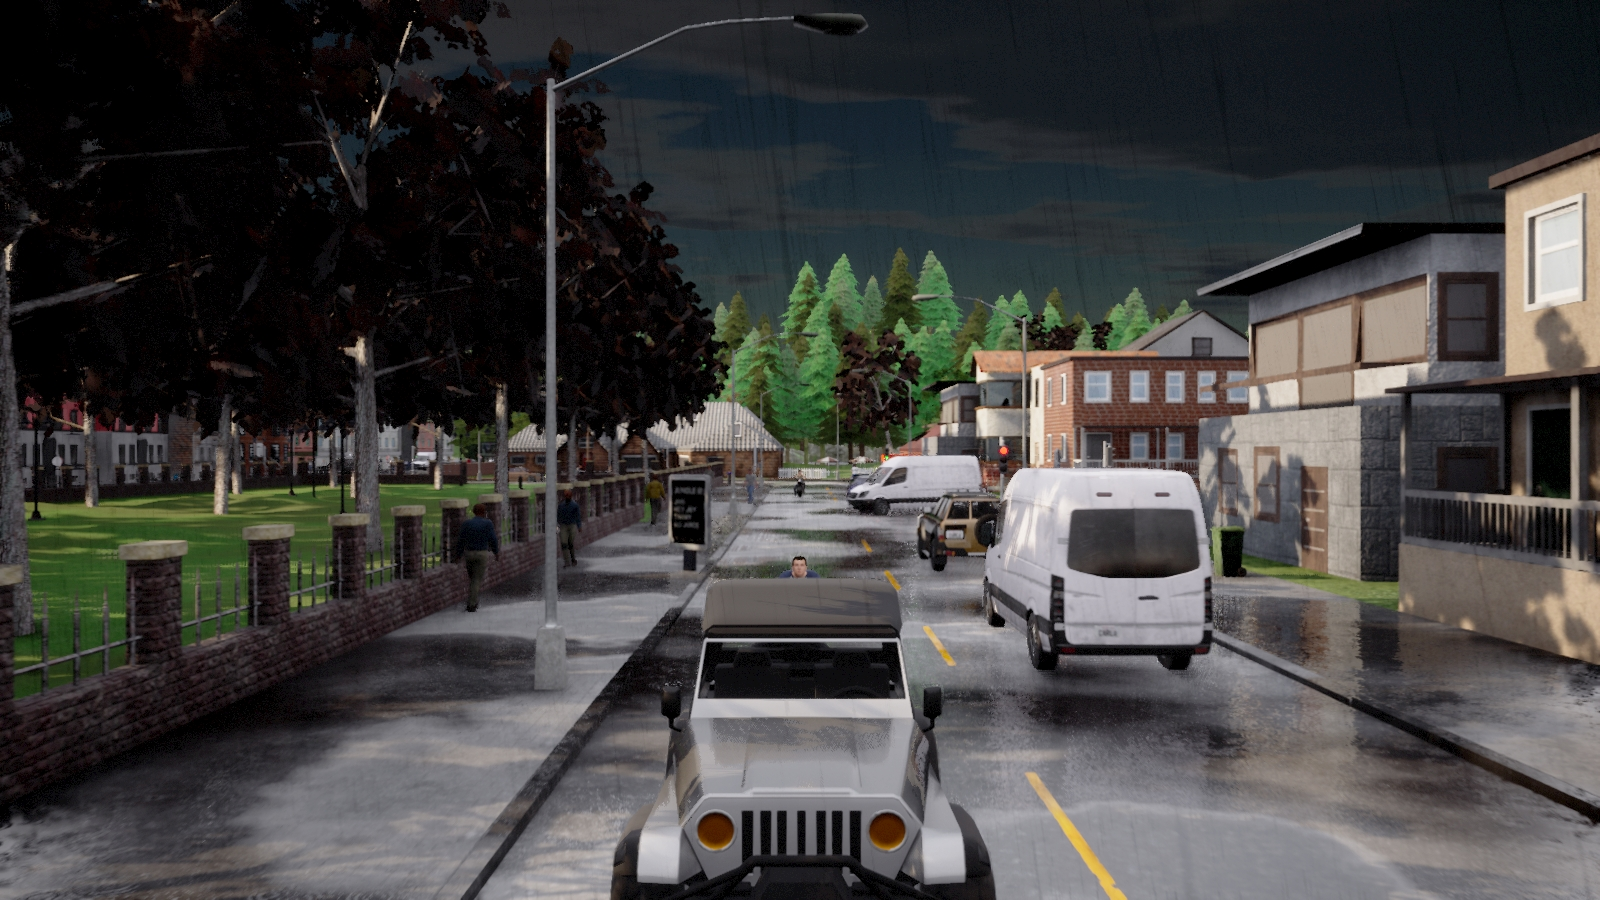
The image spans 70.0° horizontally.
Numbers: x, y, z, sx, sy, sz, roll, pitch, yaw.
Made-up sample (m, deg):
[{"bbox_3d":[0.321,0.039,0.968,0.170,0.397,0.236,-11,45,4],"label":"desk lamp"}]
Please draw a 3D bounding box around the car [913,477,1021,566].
[{"bbox_3d":[3.939,1.643,27.674,1.932,1.855,4.605,0,0,0],"label":"car"}]

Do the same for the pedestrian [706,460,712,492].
[{"bbox_3d":[-5.288,1.524,66.560,0.375,1.860,0.375,0,0,-4],"label":"pedestrian"}]

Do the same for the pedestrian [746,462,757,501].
[{"bbox_3d":[-2.356,1.524,55.530,0.375,1.860,0.375,0,0,27],"label":"pedestrian"}]

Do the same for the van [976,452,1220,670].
[{"bbox_3d":[3.965,1.314,16.420,1.988,2.561,5.915,0,0,0],"label":"van"}]

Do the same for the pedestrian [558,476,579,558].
[{"bbox_3d":[-5.302,1.524,26.179,0.375,1.860,0.375,0,0,4],"label":"pedestrian"}]

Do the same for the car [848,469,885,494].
[{"bbox_3d":[3.988,1.897,69.422,1.994,1.385,4.181,0,0,0],"label":"car"}]

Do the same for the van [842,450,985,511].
[{"bbox_3d":[4.964,1.313,50.050,5.915,2.561,1.988,0,-1,-18],"label":"van"}]

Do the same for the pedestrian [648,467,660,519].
[{"bbox_3d":[-5.192,1.524,40.729,0.375,1.860,0.375,0,0,0],"label":"pedestrian"}]

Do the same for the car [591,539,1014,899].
[{"bbox_3d":[0.015,1.637,7.073,1.905,1.878,3.866,0,0,0],"label":"car"}]

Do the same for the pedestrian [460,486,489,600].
[{"bbox_3d":[-5.370,1.524,18.874,0.375,1.860,0.375,0,0,-1],"label":"pedestrian"}]
